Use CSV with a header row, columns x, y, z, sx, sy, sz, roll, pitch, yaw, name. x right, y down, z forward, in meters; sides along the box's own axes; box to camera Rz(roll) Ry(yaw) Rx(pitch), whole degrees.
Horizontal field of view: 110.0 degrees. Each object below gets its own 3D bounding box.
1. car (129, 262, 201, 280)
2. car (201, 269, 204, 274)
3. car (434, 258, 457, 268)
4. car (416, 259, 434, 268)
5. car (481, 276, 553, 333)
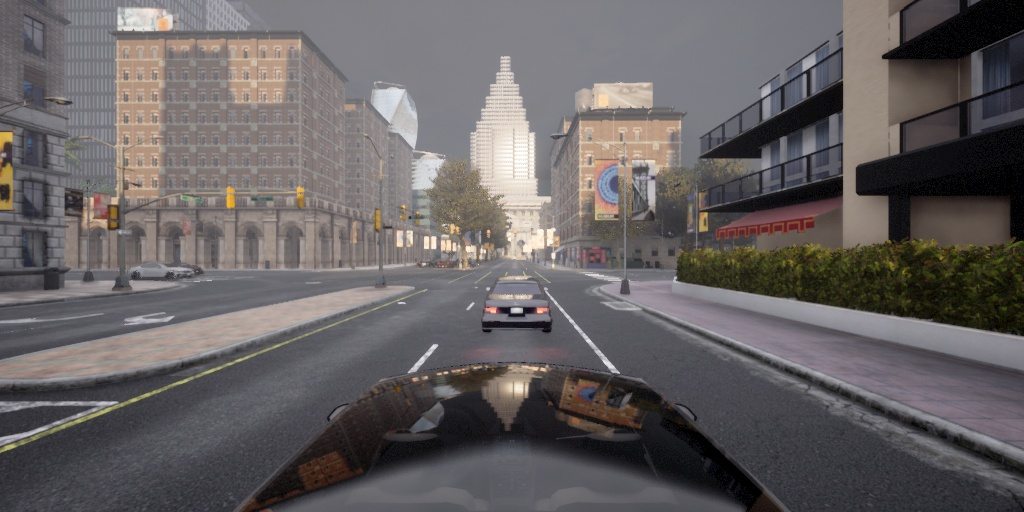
x,y,z,sx,sy,sz,roll,pitch,yaw,name
-30.308,1.270,31.037,4.674,1.442,1.812,0,0,0,car
-32.346,1.307,34.550,4.181,1.385,1.994,0,0,0,car
-11.048,1.091,59.666,2.097,1.767,4.553,0,0,1,car
-14.518,1.230,61.552,2.128,1.511,4.902,0,0,1,car
0.146,1.296,10.736,2.033,1.411,5.357,0,0,1,car
